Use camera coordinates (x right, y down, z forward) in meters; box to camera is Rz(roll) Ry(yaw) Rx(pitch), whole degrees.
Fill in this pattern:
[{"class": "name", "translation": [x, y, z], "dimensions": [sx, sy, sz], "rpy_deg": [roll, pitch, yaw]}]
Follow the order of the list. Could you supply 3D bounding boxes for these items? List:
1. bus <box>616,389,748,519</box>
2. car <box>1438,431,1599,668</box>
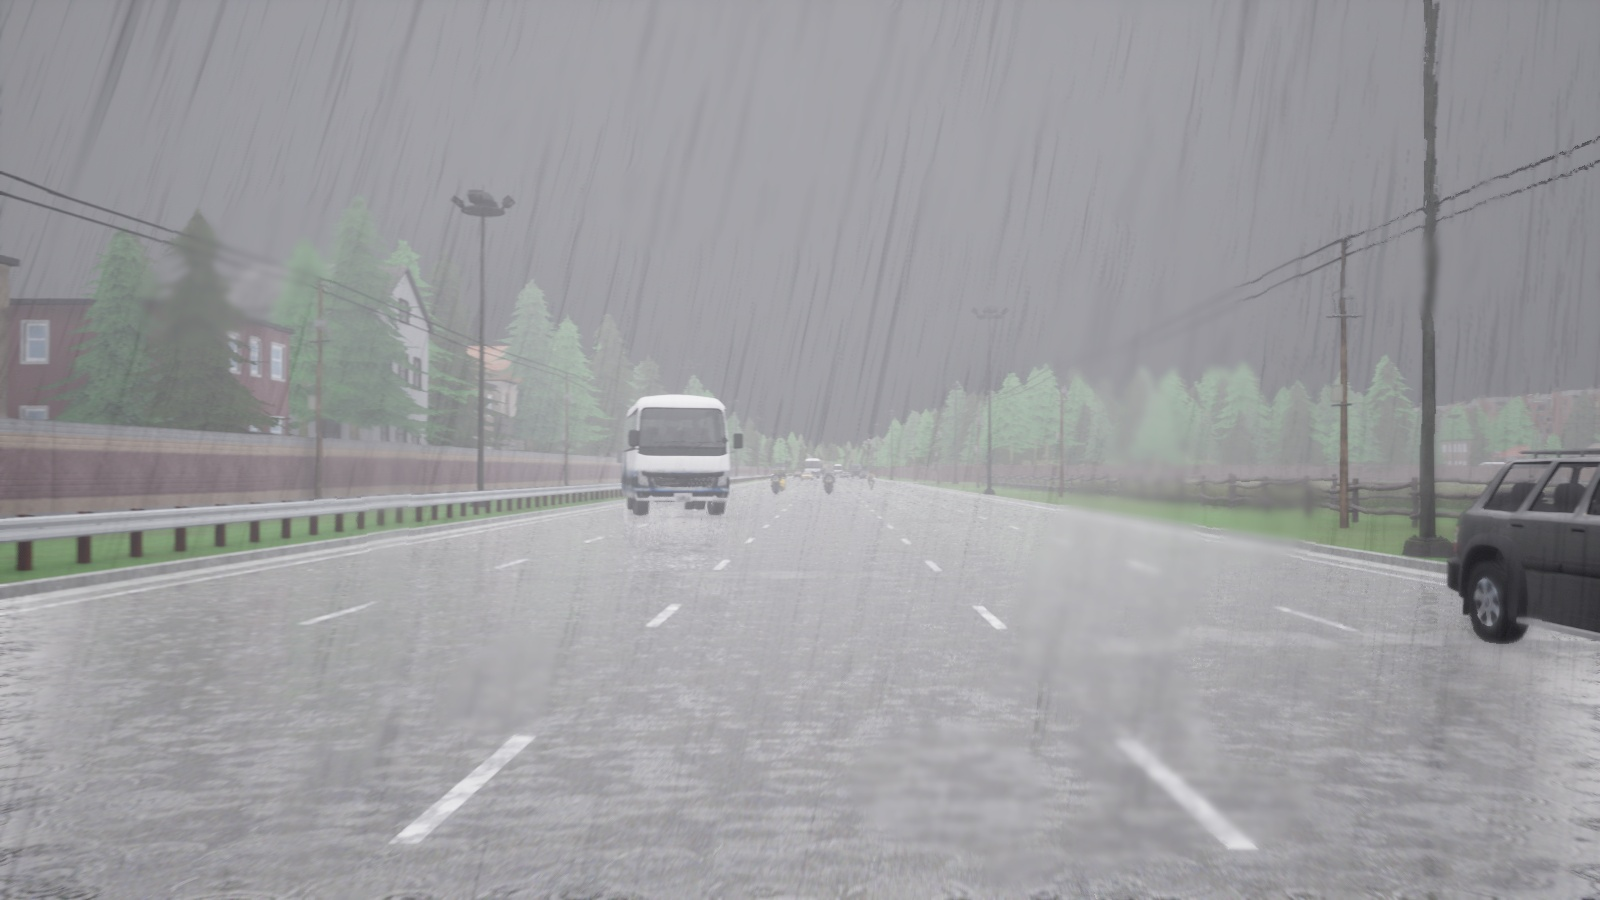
[{"class": "bus", "translation": [-4.629, 0.231, 46.575], "dimensions": [3.944, 4.253, 10.273], "rpy_deg": [0, -1, -11]}, {"class": "car", "translation": [7.241, 0.782, 10.119], "dimensions": [1.932, 1.855, 4.605], "rpy_deg": [0, -1, 2]}]
